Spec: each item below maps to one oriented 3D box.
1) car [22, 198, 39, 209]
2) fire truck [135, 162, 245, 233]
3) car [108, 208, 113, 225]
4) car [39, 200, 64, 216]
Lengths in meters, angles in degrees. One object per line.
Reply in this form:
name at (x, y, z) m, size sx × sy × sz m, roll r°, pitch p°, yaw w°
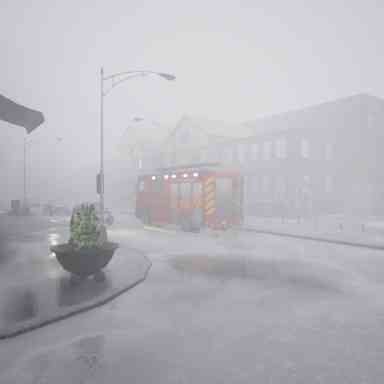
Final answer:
car at (-22.251, 1.548, 45.986) m, size 2.033 × 1.411 × 5.357 m, roll 0°, pitch 0°, yaw -34°
fire truck at (-0.561, 0.342, 21.053) m, size 2.891 × 3.827 × 8.468 m, roll 0°, pitch 0°, yaw -34°
car at (-7.077, 1.492, 23.361) m, size 2.128 × 1.511 × 4.902 m, roll 0°, pitch 0°, yaw -34°
car at (-13.273, 1.526, 32.565) m, size 1.812 × 1.442 × 4.674 m, roll 0°, pitch 0°, yaw -34°
